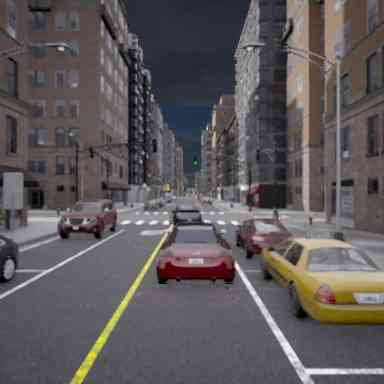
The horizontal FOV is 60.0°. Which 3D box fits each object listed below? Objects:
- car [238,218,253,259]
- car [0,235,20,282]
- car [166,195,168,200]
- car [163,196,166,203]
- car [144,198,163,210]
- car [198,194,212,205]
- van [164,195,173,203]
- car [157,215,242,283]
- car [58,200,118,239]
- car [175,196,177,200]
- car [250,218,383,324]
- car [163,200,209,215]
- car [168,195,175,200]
[{"bbox_3d":[2.640,1.611,12.480,1.802,1.307,4.206,0,0,0],"label":"car"},{"bbox_3d":[-5.386,1.568,7.078,2.008,1.369,4.403,0,0,0],"label":"car"},{"bbox_3d":[-5.380,1.649,55.105,1.752,1.417,4.829,0,0,0],"label":"car"},{"bbox_3d":[-5.380,1.657,49.821,1.887,1.381,4.507,0,0,0],"label":"car"},{"bbox_3d":[-5.381,1.652,44.366,2.008,1.369,4.403,0,0,0],"label":"car"},{"bbox_3d":[2.646,1.575,60.720,1.967,1.590,4.097,0,0,0],"label":"car"},{"bbox_3d":[-5.376,1.505,77.091,1.690,1.788,3.998,0,0,0],"label":"van"},{"bbox_3d":[0.098,1.587,9.775,1.994,1.385,4.181,0,0,0],"label":"car"},{"bbox_3d":[-5.385,1.357,17.904,2.192,1.841,5.009,0,0,0],"label":"car"},{"bbox_3d":[-5.375,1.720,93.281,1.752,1.417,4.829,0,0,0],"label":"car"},{"bbox_3d":[2.639,1.543,7.238,1.752,1.417,4.829,0,0,0],"label":"car"},{"bbox_3d":[-0.536,1.545,22.877,2.128,1.511,4.902,0,0,-9],"label":"car"},{"bbox_3d":[-5.377,1.720,71.637,1.947,1.339,4.313,0,0,0],"label":"car"}]
